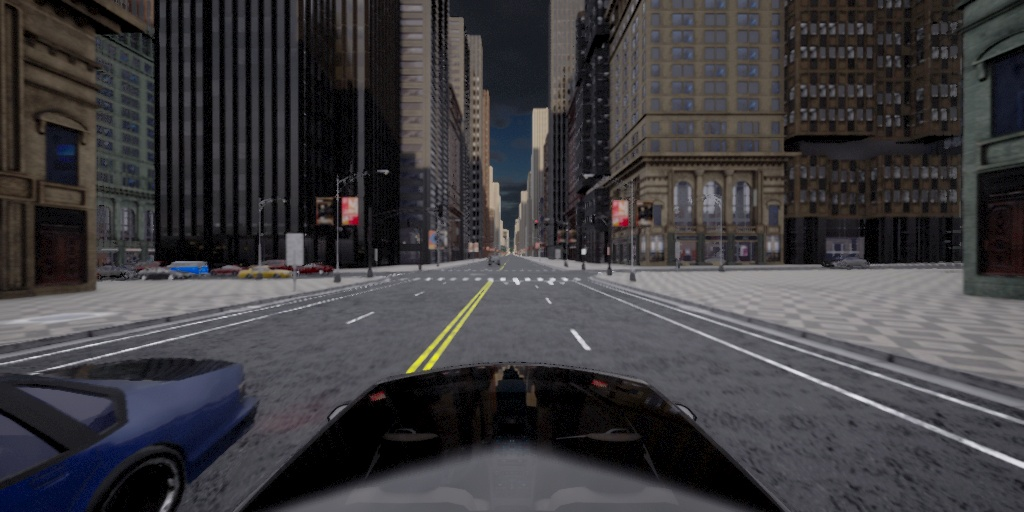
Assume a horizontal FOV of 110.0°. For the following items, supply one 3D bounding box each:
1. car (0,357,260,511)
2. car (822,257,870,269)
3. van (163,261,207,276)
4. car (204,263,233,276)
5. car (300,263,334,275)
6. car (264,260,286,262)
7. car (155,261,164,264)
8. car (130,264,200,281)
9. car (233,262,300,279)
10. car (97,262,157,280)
[{"bbox_3d":[-3.351,1.298,1.056,2.033,1.411,5.357,0,0,0],"label":"car"},{"bbox_3d":[37.837,0.752,40.724,4.181,1.385,1.994,-1,0,0],"label":"car"},{"bbox_3d":[-39.251,1.555,43.534,3.998,1.789,1.690,0,0,0],"label":"van"},{"bbox_3d":[-34.164,1.728,43.519,4.207,1.307,1.802,0,0,0],"label":"car"},{"bbox_3d":[-23.990,1.553,43.489,4.507,1.381,1.888,0,0,0],"label":"car"},{"bbox_3d":[-29.077,1.391,43.504,5.009,1.841,2.192,0,0,0],"label":"car"},{"bbox_3d":[-44.338,1.598,43.549,5.009,1.841,2.192,0,0,0],"label":"car"},{"bbox_3d":[-33.787,1.732,34.979,4.403,1.370,2.007,0,0,0],"label":"car"},{"bbox_3d":[-23.846,1.574,34.960,4.829,1.417,1.751,0,0,0],"label":"car"},{"bbox_3d":[-41.131,1.758,37.678,4.902,1.511,2.128,-1,0,0],"label":"car"}]
